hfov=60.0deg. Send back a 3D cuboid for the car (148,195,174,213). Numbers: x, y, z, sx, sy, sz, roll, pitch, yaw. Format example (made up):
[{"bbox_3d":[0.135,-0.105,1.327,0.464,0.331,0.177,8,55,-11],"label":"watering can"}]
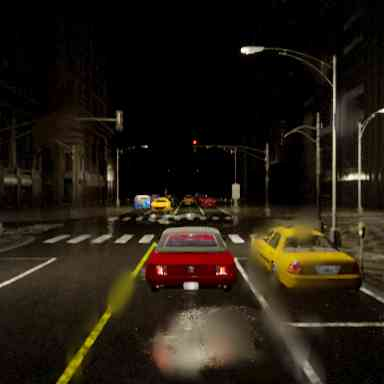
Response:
[{"bbox_3d":[-3.431,1.465,37.478,1.882,1.535,5.008,0,0,0],"label":"car"}]

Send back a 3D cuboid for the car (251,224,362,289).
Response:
[{"bbox_3d":[2.694,1.520,8.959,1.752,1.417,4.829,0,0,-1],"label":"car"}]

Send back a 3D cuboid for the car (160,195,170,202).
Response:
[{"bbox_3d":[-6.493,1.549,79.969,2.008,1.369,4.403,0,0,-1],"label":"car"}]

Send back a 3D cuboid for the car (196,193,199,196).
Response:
[{"bbox_3d":[2.100,1.541,74.507,1.887,1.381,4.507,0,0,-1],"label":"car"}]

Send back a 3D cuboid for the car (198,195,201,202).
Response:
[{"bbox_3d":[2.307,1.534,52.406,1.887,1.381,4.507,0,0,-1],"label":"car"}]

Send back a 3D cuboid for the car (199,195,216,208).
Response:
[{"bbox_3d":[2.358,1.533,46.881,1.887,1.381,4.507,0,0,-1],"label":"car"}]

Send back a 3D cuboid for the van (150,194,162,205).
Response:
[{"bbox_3d":[-6.296,1.332,57.870,1.690,1.788,3.998,0,0,-1],"label":"van"}]

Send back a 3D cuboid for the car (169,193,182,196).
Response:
[{"bbox_3d":[-3.618,1.482,68.593,1.837,1.490,4.892,0,1,0],"label":"car"}]

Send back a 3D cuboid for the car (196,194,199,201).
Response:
[{"bbox_3d":[2.202,1.518,63.626,1.752,1.417,4.829,0,0,-1],"label":"car"}]

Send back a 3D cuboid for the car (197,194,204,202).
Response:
[{"bbox_3d":[2.255,1.536,57.931,1.887,1.381,4.507,0,0,-1],"label":"car"}]

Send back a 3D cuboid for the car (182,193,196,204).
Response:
[{"bbox_3d":[-0.594,1.471,66.150,1.882,1.535,5.008,0,0,-1],"label":"car"}]

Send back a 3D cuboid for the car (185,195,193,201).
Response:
[{"bbox_3d":[-0.689,1.442,76.598,1.895,1.301,4.718,0,0,-1],"label":"car"}]

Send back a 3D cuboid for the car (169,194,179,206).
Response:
[{"bbox_3d":[-3.557,1.480,52.786,2.128,1.511,4.902,0,0,0],"label":"car"}]

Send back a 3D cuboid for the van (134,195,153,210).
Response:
[{"bbox_3d":[-6.148,1.328,41.296,1.690,1.788,3.998,0,0,-1],"label":"van"}]

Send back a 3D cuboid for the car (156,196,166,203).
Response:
[{"bbox_3d":[-6.394,1.576,68.920,1.802,1.307,4.206,0,0,-1],"label":"car"}]

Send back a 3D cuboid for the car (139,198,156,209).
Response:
[{"bbox_3d":[-6.197,1.533,46.821,1.887,1.381,4.507,0,0,-1],"label":"car"}]

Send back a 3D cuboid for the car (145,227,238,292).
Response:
[{"bbox_3d":[-0.014,1.596,8.895,1.895,1.301,4.718,0,0,0],"label":"car"}]

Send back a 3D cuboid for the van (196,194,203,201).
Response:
[{"bbox_3d":[1.996,1.342,85.557,1.690,1.788,3.998,0,0,-1],"label":"van"}]
